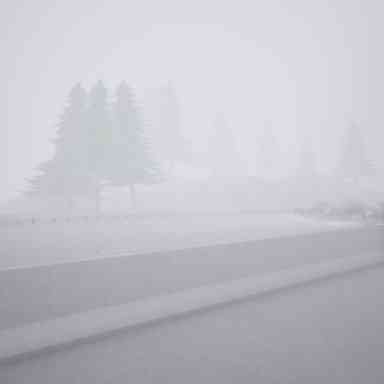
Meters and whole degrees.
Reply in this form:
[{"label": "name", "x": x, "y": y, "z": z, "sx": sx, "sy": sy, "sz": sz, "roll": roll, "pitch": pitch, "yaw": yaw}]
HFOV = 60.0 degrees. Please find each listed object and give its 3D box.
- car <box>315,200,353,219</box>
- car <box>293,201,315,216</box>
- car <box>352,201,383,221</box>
[{"label": "car", "x": 13.773, "y": 1.507, "z": 29.527, "sx": 4.902, "sy": 1.511, "sz": 2.128, "roll": 0, "pitch": 0, "yaw": -26}, {"label": "car", "x": 12.549, "y": 1.560, "z": 32.829, "sx": 5.357, "sy": 1.411, "sz": 2.033, "roll": 0, "pitch": 0, "yaw": -26}, {"label": "car", "x": 15.623, "y": 1.510, "z": 26.542, "sx": 4.902, "sy": 1.511, "sz": 2.128, "roll": 0, "pitch": 0, "yaw": -26}]
